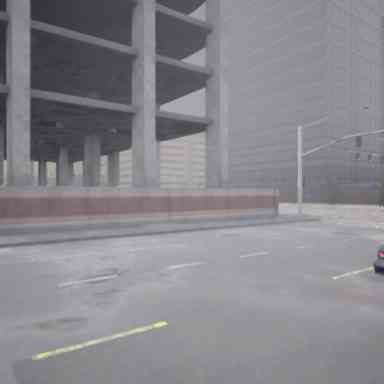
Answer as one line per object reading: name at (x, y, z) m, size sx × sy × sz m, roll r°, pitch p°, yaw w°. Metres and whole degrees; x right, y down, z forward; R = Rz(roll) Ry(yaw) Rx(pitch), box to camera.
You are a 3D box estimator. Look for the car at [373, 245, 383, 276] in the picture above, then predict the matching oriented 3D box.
car at (6.860, 1.541, 8.711) m, size 5.357 × 1.411 × 2.033 m, roll 0°, pitch 0°, yaw -35°
